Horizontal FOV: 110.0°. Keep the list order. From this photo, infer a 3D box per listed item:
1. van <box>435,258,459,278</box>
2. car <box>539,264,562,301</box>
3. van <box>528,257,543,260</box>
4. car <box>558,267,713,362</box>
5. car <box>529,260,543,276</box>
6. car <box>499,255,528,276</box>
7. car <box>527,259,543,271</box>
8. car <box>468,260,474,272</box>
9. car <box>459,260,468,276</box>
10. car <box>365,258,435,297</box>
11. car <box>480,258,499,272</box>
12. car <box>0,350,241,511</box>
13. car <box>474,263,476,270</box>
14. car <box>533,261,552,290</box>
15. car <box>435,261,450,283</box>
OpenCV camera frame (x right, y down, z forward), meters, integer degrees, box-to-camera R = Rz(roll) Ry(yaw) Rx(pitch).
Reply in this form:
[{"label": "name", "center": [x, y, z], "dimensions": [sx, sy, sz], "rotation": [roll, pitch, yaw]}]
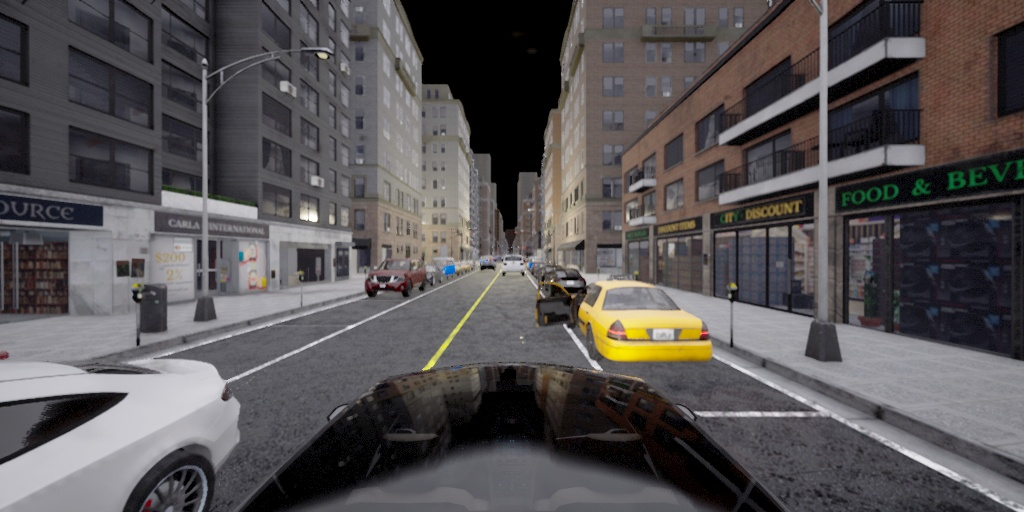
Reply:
[{"label": "van", "center": [-5.797, 1.016, 30.003], "dimensions": [1.690, 1.789, 3.998], "rotation": [0, 0, 0]}, {"label": "car", "center": [2.706, 1.270, 18.663], "dimensions": [1.948, 1.339, 4.313], "rotation": [0, 0, 0]}, {"label": "van", "center": [2.751, 0.977, 41.341], "dimensions": [1.690, 1.789, 3.998], "rotation": [0, 0, 0]}, {"label": "car", "center": [2.366, 1.189, 8.153], "dimensions": [1.801, 1.575, 5.366], "rotation": [0, 0, 0]}, {"label": "car", "center": [2.728, 1.224, 30.000], "dimensions": [2.007, 1.370, 4.403], "rotation": [0, 0, 0]}, {"label": "car", "center": [0.144, 0.879, 35.960], "dimensions": [2.150, 2.045, 5.566], "rotation": [0, 0, 0]}, {"label": "car", "center": [2.739, 1.238, 35.671], "dimensions": [1.802, 1.307, 4.207], "rotation": [0, 0, 0]}, {"label": "car", "center": [-5.775, 1.163, 41.172], "dimensions": [1.751, 1.417, 4.829], "rotation": [0, 0, 0]}, {"label": "car", "center": [-5.786, 1.183, 35.503], "dimensions": [1.751, 1.417, 4.829], "rotation": [0, 0, 0]}, {"label": "car", "center": [-5.820, 1.020, 18.668], "dimensions": [2.192, 1.841, 5.009], "rotation": [0, 0, 0]}, {"label": "car", "center": [-2.936, 1.225, 44.801], "dimensions": [1.895, 1.301, 4.718], "rotation": [0, 0, 1]}, {"label": "car", "center": [-3.087, 1.278, 1.032], "dimensions": [1.812, 1.442, 4.674], "rotation": [0, 0, 0]}, {"label": "car", "center": [-5.763, 1.167, 47.009], "dimensions": [2.007, 1.370, 4.403], "rotation": [0, 0, 0]}, {"label": "car", "center": [2.717, 1.255, 24.331], "dimensions": [1.948, 1.339, 4.313], "rotation": [0, 0, 0]}, {"label": "car", "center": [-5.809, 1.241, 24.335], "dimensions": [2.007, 1.370, 4.403], "rotation": [0, 0, 0]}]
